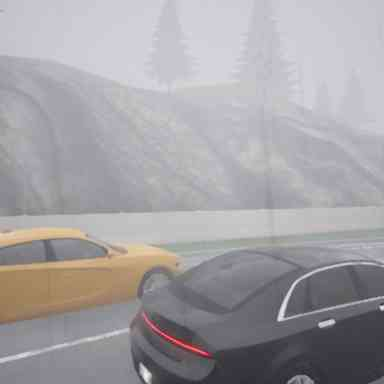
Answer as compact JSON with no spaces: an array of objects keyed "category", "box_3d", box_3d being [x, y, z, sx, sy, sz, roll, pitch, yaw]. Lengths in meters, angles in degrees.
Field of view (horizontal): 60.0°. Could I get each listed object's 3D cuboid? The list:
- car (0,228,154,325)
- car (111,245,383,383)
[{"category":"car","box_3d":[-2.510,1.412,6.213,5.008,1.535,1.882,0,0,-34]},{"category":"car","box_3d":[1.650,1.478,4.387,4.892,1.490,1.837,0,0,-31]}]
